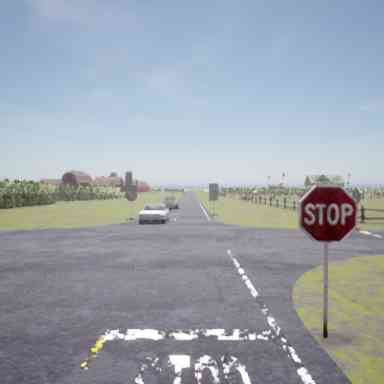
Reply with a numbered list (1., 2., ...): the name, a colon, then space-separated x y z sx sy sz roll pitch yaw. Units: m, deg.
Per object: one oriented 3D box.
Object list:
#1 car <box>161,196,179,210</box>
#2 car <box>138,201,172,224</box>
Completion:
1. car: -2.709 1.272 41.544 2.097 1.767 4.553 0 0 0
2. car: -2.727 1.574 24.332 1.895 1.301 4.718 0 0 0
